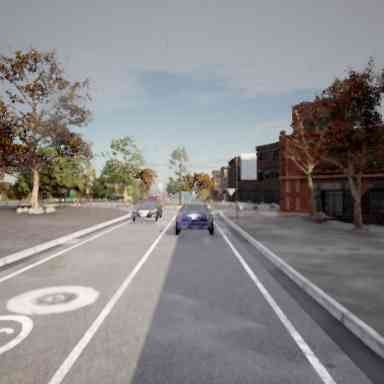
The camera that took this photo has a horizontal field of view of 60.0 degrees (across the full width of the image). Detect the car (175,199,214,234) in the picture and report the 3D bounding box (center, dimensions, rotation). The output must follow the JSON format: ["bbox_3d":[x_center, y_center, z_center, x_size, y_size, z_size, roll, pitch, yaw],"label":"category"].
[{"bbox_3d":[0.141,1.356,19.508,2.097,1.767,4.553,0,0,0],"label":"car"}]

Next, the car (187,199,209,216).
[{"bbox_3d":[0.689,1.509,34.269,1.837,1.490,4.892,0,0,6],"label":"car"}]

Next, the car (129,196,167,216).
[{"bbox_3d":[-3.189,1.246,24.576,2.128,1.511,4.902,0,0,0],"label":"car"}]
